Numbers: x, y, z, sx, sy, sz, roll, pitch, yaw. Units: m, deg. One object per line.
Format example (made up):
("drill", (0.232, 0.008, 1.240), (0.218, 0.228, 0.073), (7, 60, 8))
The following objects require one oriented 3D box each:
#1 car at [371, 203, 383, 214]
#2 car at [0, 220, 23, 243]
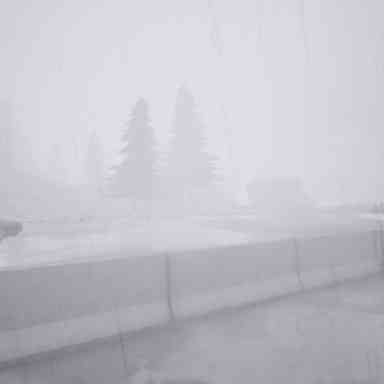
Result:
("car", (20.821, 1.654, 34.720), (4.181, 1.385, 1.994), (0, 0, -22))
("car", (-9.893, 1.541, 14.036), (4.718, 1.301, 1.895), (0, 0, -35))
